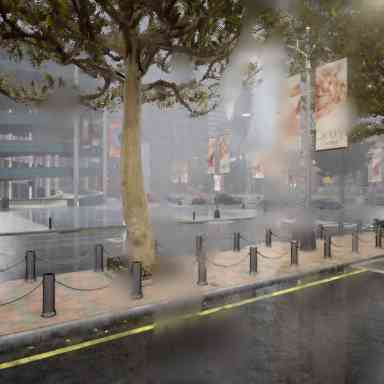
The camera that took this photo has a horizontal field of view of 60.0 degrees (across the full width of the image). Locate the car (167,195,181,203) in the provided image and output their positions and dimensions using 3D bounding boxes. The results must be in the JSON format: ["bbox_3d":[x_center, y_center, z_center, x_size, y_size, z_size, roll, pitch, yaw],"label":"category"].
[{"bbox_3d":[-4.409,1.352,68.355,2.097,1.767,4.553,0,0,-44],"label":"car"}]

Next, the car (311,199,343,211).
[{"bbox_3d":[16.141,1.563,40.526,1.994,1.385,4.181,0,0,-35],"label":"car"}]

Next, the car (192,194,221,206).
[{"bbox_3d":[1.915,1.492,54.506,2.128,1.511,4.902,0,0,-36],"label":"car"}]

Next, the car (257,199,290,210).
[{"bbox_3d":[10.374,1.565,42.609,1.994,1.385,4.181,0,0,-35],"label":"car"}]

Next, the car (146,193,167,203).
[{"bbox_3d":[-8.202,1.221,67.098,5.566,2.045,2.150,0,0,41],"label":"car"}]

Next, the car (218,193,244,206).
[{"bbox_3d":[6.060,1.221,54.736,2.150,2.045,5.566,0,0,-36],"label":"car"}]
